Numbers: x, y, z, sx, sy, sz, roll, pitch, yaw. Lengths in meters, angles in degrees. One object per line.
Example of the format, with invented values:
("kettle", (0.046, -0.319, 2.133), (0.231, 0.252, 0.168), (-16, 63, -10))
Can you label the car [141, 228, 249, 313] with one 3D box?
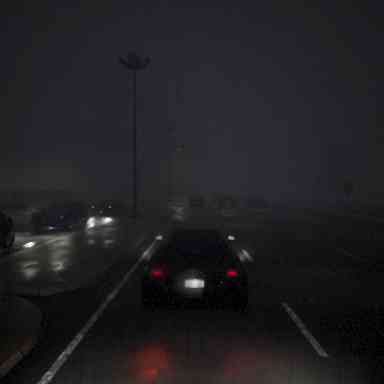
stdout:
("car", (0.072, 1.497, 7.620), (1.994, 1.385, 4.181), (0, 0, 1))

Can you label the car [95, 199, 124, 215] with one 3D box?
("car", (-7.591, 1.342, 30.128), (1.895, 1.301, 4.718), (0, 0, 1))

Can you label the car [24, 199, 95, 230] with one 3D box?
("car", (-7.742, 1.305, 20.039), (1.882, 1.535, 5.008), (0, 0, 1))

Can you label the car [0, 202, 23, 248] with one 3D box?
("car", (-7.940, 1.256, 10.992), (2.097, 1.767, 4.553), (0, 0, 1))

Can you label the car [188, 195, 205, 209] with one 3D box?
("car", (0.549, 1.213, 39.077), (2.033, 1.411, 5.357), (0, 1, 1))

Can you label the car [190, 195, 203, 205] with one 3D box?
("car", (0.702, 1.136, 50.087), (1.994, 1.385, 4.181), (0, 0, 1))

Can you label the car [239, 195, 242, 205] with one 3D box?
("car", (7.697, 1.139, 49.798), (1.994, 1.385, 4.181), (0, 0, 1))

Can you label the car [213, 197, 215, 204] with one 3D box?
("car", (4.210, 1.062, 50.265), (2.128, 1.511, 4.902), (0, 0, 1))

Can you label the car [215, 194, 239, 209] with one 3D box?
("car", (4.060, 1.168, 39.534), (1.837, 1.490, 4.892), (0, 1, 1))

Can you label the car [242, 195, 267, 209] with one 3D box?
("car", (7.556, 1.142, 39.314), (1.882, 1.535, 5.008), (0, 0, 1))

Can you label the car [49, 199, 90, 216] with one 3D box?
("car", (-11.087, 1.339, 30.437), (1.895, 1.301, 4.718), (0, 0, 1))
